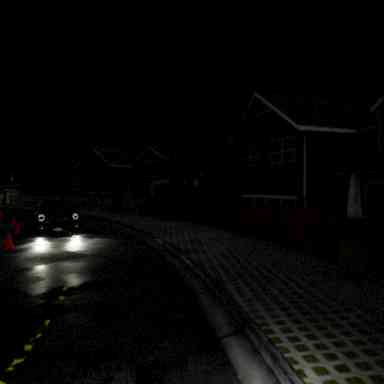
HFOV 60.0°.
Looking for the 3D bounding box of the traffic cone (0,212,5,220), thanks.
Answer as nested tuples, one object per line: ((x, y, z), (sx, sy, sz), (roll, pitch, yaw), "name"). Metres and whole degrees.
((-14.128, 1.775, 24.780), (0.340, 0.580, 0.340), (0, 1, -41), "traffic cone")

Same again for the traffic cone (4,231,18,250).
((-6.959, 1.873, 12.671), (0.340, 0.580, 0.340), (0, 1, -21), "traffic cone")

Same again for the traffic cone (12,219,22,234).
((-8.876, 1.838, 16.974), (0.340, 0.580, 0.340), (0, 1, -27), "traffic cone")

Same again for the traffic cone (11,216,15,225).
((-11.277, 1.805, 21.028), (0.340, 0.580, 0.340), (0, 1, -34), "traffic cone")

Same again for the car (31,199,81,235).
((-7.473, 1.223, 18.049), (2.097, 1.767, 4.553), (0, 1, -29), "car")
